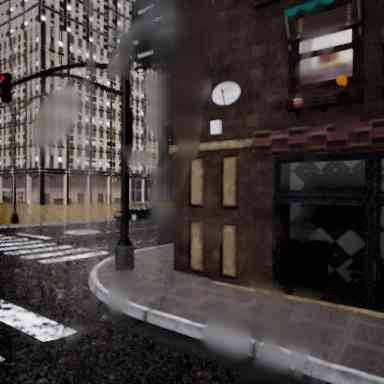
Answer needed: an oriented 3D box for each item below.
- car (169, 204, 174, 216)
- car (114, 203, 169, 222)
[{"bbox_3d":[-1.020,1.661,30.994,2.008,1.369,4.403,0,-1,35],"label":"car"},{"bbox_3d":[-4.224,1.580,26.439,2.008,1.369,4.403,0,-1,35],"label":"car"}]
